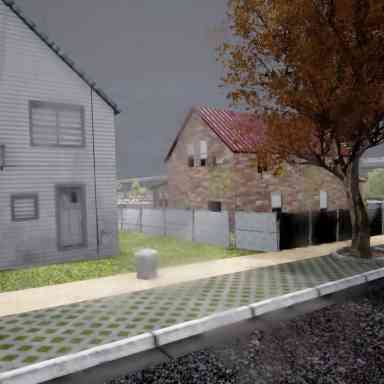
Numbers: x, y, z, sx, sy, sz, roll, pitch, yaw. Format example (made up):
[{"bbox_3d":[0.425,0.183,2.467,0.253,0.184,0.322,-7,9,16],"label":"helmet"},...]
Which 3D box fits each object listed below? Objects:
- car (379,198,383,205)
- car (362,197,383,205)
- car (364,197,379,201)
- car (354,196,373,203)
[{"bbox_3d":[31.900,1.632,58.123,2.097,1.767,4.553,-2,0,1],"label":"car"},{"bbox_3d":[35.242,1.746,64.825,1.812,1.442,4.674,-2,0,0],"label":"car"},{"bbox_3d":[28.604,1.868,55.927,2.128,1.511,4.902,-2,-1,1],"label":"car"},{"bbox_3d":[38.578,1.680,74.973,1.895,1.301,4.718,-2,0,0],"label":"car"}]
